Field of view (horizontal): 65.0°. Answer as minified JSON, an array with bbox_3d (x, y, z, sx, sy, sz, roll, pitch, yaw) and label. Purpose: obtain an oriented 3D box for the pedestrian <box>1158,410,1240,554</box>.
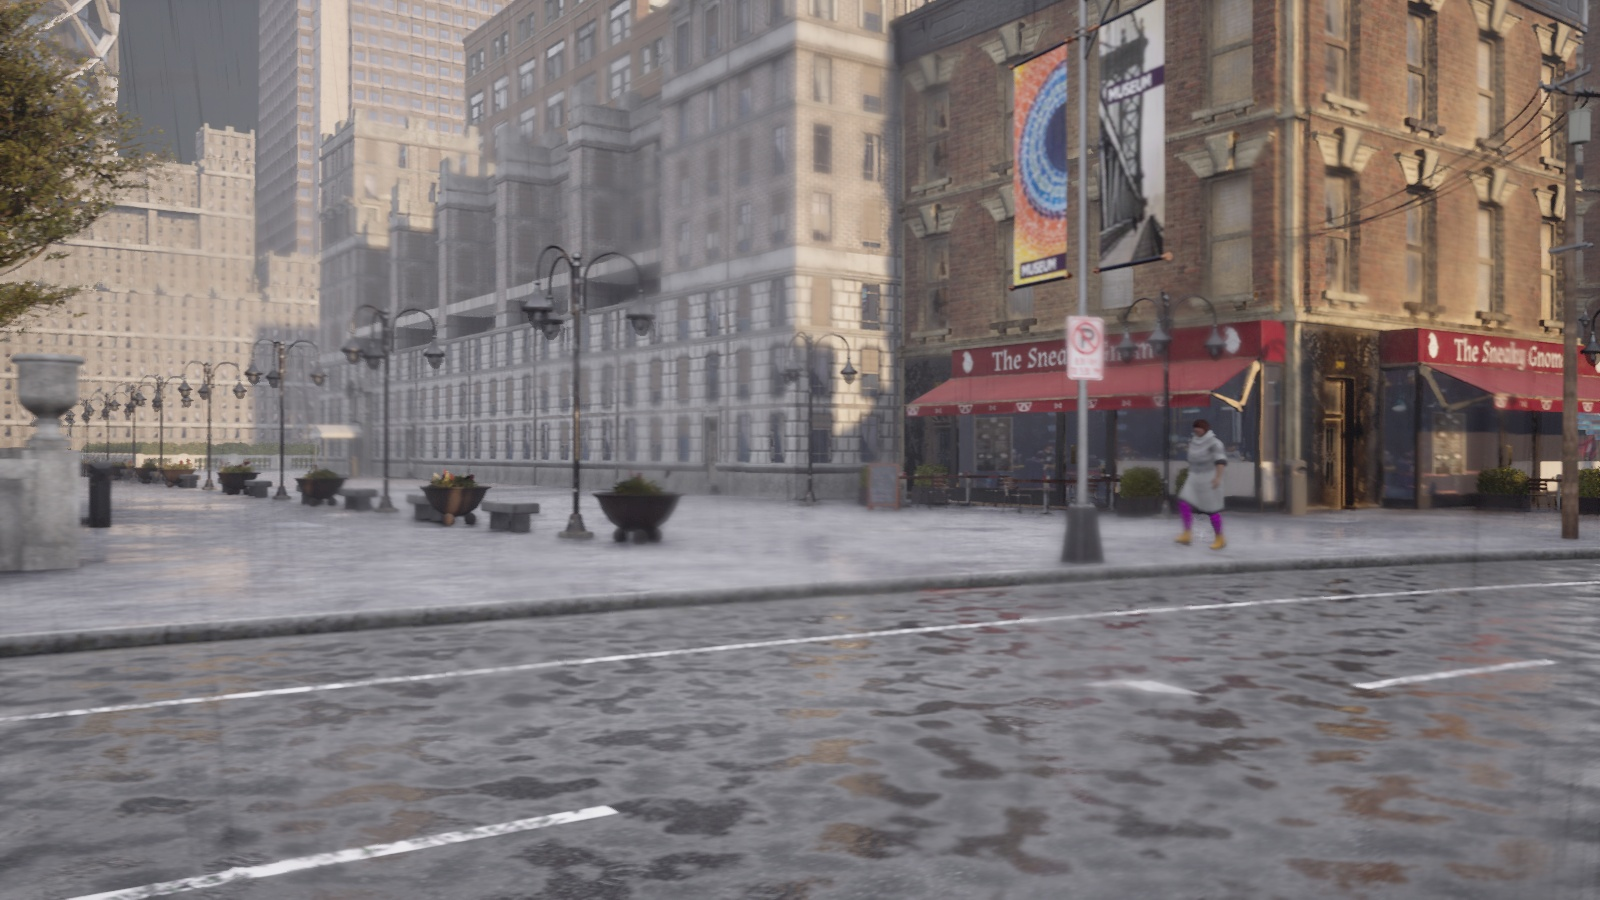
[{"bbox_3d":[5.555,0.433,17.507,0.873,1.952,0.659,0,0,-28],"label":"pedestrian"}]
